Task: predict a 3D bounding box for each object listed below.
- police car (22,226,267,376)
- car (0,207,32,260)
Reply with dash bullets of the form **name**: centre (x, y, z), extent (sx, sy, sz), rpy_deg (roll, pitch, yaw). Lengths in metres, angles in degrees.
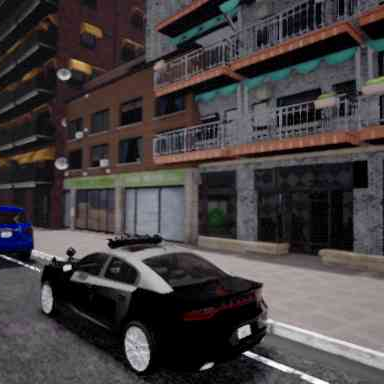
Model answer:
- **police car**: centre (-1.147, 1.624, 6.114), extent (1.930, 1.638, 5.238), rpy_deg (2, -3, -45)
- **car**: centre (-8.187, 1.584, 13.182), extent (5.566, 2.045, 2.150), rpy_deg (-1, -3, 45)
